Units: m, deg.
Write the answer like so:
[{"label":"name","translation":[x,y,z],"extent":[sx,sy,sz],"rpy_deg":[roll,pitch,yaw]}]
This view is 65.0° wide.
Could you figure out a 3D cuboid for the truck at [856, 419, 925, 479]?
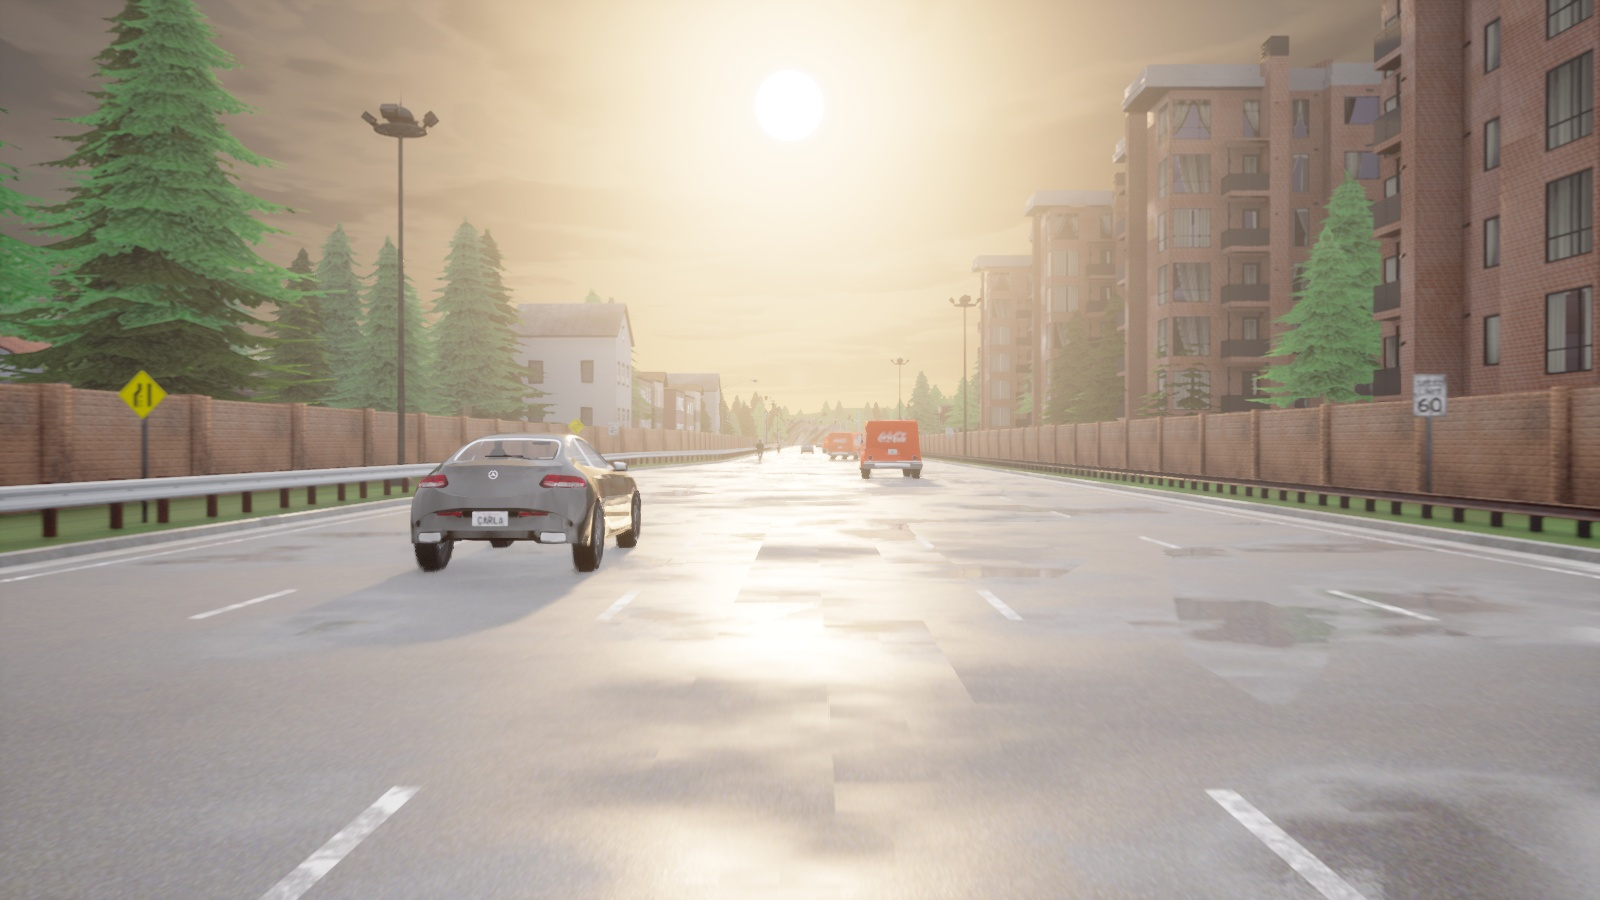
[{"label":"truck","translation":[3.824,-0.041,54.200],"extent":[2.627,2.467,5.204],"rpy_deg":[0,0,0]}]

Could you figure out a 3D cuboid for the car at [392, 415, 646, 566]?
[{"label":"car","translation":[-3.392,0.431,16.299],"extent":[2.152,1.651,5.027],"rpy_deg":[0,0,0]}]
